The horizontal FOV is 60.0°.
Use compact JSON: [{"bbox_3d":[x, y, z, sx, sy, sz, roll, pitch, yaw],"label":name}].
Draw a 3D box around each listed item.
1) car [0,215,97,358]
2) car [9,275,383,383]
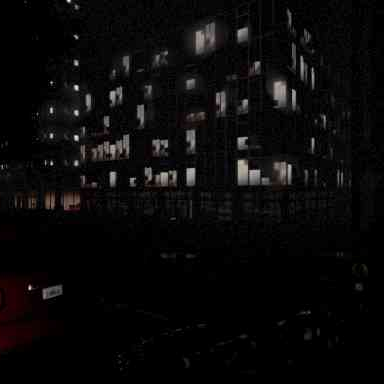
[{"bbox_3d":[-3.663,1.315,5.493,5.009,1.841,2.192,0,0,36],"label":"car"},{"bbox_3d":[0.832,1.566,2.284,4.313,1.339,1.947,0,0,36],"label":"car"}]
